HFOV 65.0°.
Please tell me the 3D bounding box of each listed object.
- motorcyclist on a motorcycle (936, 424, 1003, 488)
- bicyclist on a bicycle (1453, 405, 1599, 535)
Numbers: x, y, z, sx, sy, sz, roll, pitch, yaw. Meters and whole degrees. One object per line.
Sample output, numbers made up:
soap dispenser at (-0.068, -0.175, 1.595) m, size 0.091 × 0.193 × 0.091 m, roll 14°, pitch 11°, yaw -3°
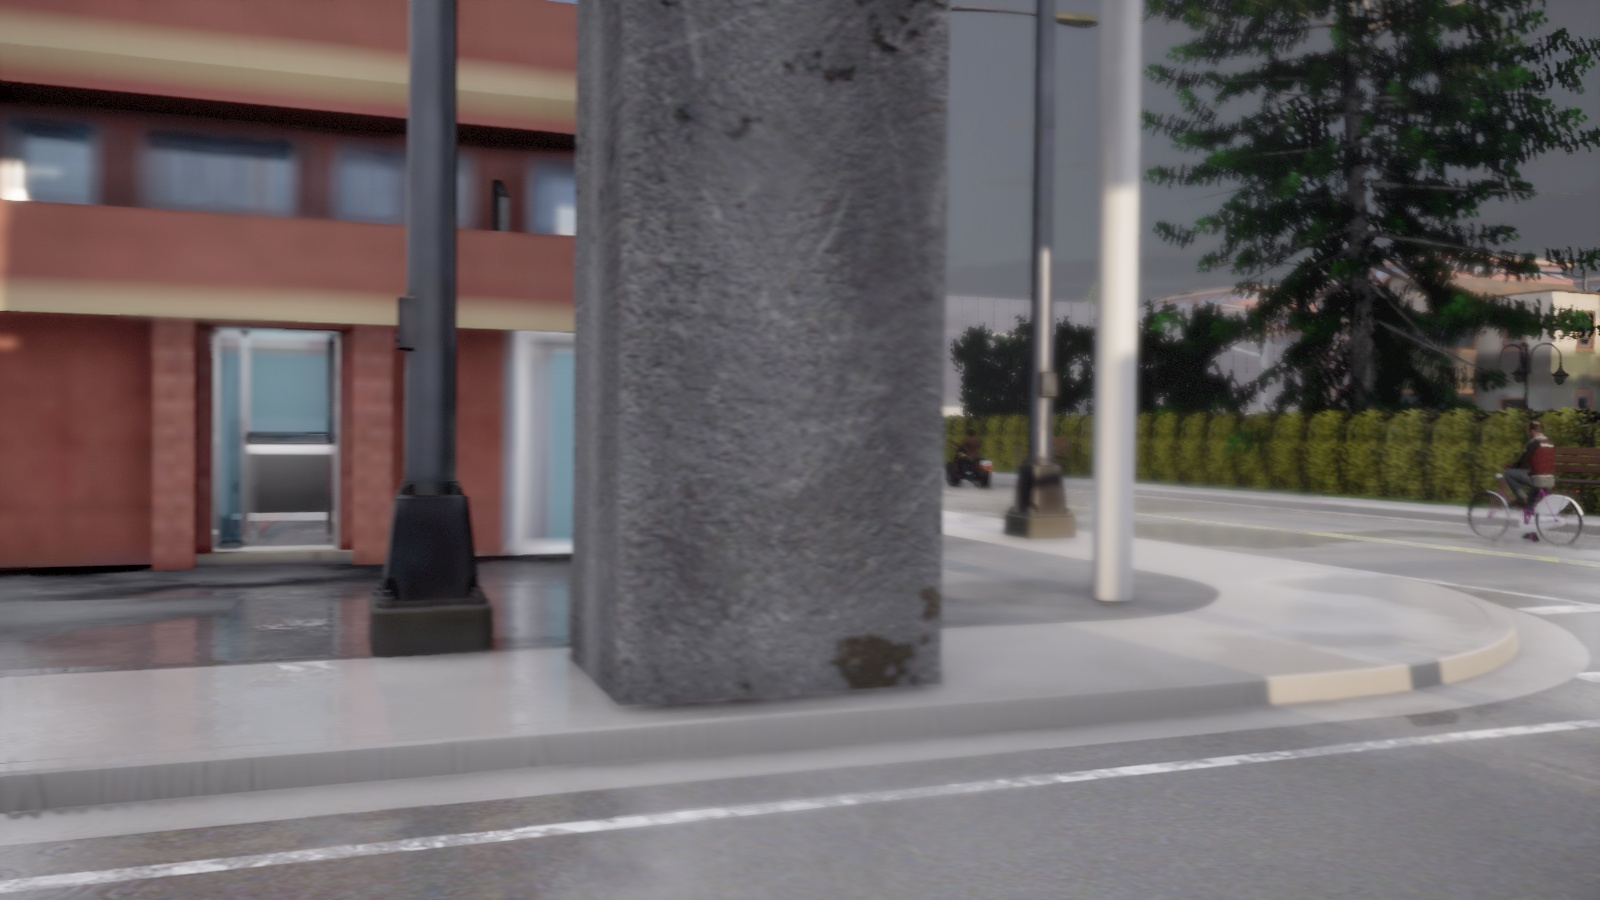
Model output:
motorcyclist on a motorcycle at (4.566, 0.146, 33.980) m, size 0.766 × 1.649 × 2.350 m, roll -1°, pitch 1°, yaw -21°
bicyclist on a bicycle at (10.478, 0.260, 18.193) m, size 0.659 × 1.776 × 1.843 m, roll -1°, pitch 1°, yaw -21°
